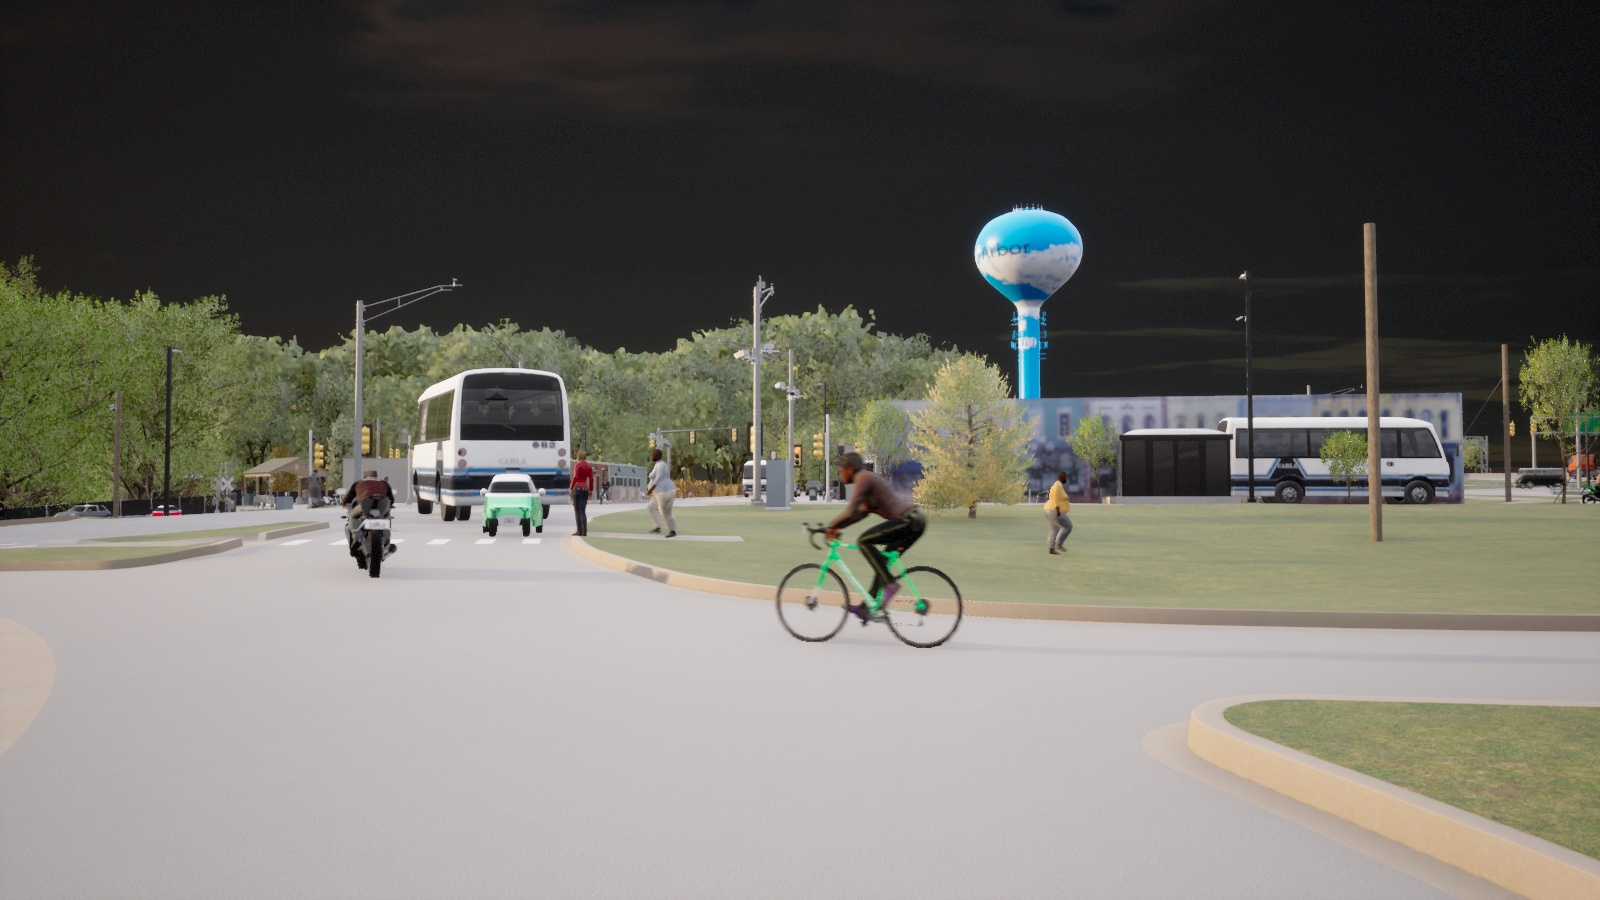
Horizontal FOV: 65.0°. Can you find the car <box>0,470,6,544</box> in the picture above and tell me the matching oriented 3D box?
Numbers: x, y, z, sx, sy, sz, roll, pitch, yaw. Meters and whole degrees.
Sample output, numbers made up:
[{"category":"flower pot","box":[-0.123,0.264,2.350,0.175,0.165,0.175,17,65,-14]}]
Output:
[{"category":"car","box":[-19.386,1.285,26.525,1.851,1.617,3.988,0,1,36]}]

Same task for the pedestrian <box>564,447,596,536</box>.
[{"category":"pedestrian","box":[-4.633,0.885,26.489,0.636,1.846,0.331,-2,-3,42]}]

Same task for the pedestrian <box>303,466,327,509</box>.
[{"category":"pedestrian","box":[-22.257,1.739,57.689,0.659,1.952,0.873,0,-3,8]}]

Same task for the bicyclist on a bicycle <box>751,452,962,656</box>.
[{"category":"bicyclist on a bicycle","box":[0.478,0.843,10.569,1.656,1.620,0.582,0,-3,20]}]

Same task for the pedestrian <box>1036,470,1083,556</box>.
[{"category":"pedestrian","box":[5.670,1.381,27.496,0.900,1.855,0.874,0,-3,4]}]

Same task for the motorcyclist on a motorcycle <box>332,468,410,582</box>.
[{"category":"motorcyclist on a motorcycle","box":[-6.252,1.042,18.223,0.866,1.530,2.191,2,-1,-23]}]

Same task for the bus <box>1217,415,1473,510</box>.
[{"category":"bus","box":[25.260,0.643,58.802,10.273,4.253,3.944,0,-2,8]}]

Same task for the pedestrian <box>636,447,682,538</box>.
[{"category":"pedestrian","box":[-2.919,0.877,26.053,0.900,1.855,0.874,0,-3,-5]}]

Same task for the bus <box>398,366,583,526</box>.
[{"category":"bus","box":[-9.863,-0.057,38.899,3.944,4.253,10.273,0,-1,-23]}]

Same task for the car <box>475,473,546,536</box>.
[{"category":"car","box":[-6.584,1.216,28.688,1.481,1.376,2.207,0,-1,-10]}]

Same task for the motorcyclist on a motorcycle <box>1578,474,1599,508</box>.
[{"category":"motorcyclist on a motorcycle","box":[36.389,1.849,56.623,2.044,1.523,0.797,-2,-3,21]}]
